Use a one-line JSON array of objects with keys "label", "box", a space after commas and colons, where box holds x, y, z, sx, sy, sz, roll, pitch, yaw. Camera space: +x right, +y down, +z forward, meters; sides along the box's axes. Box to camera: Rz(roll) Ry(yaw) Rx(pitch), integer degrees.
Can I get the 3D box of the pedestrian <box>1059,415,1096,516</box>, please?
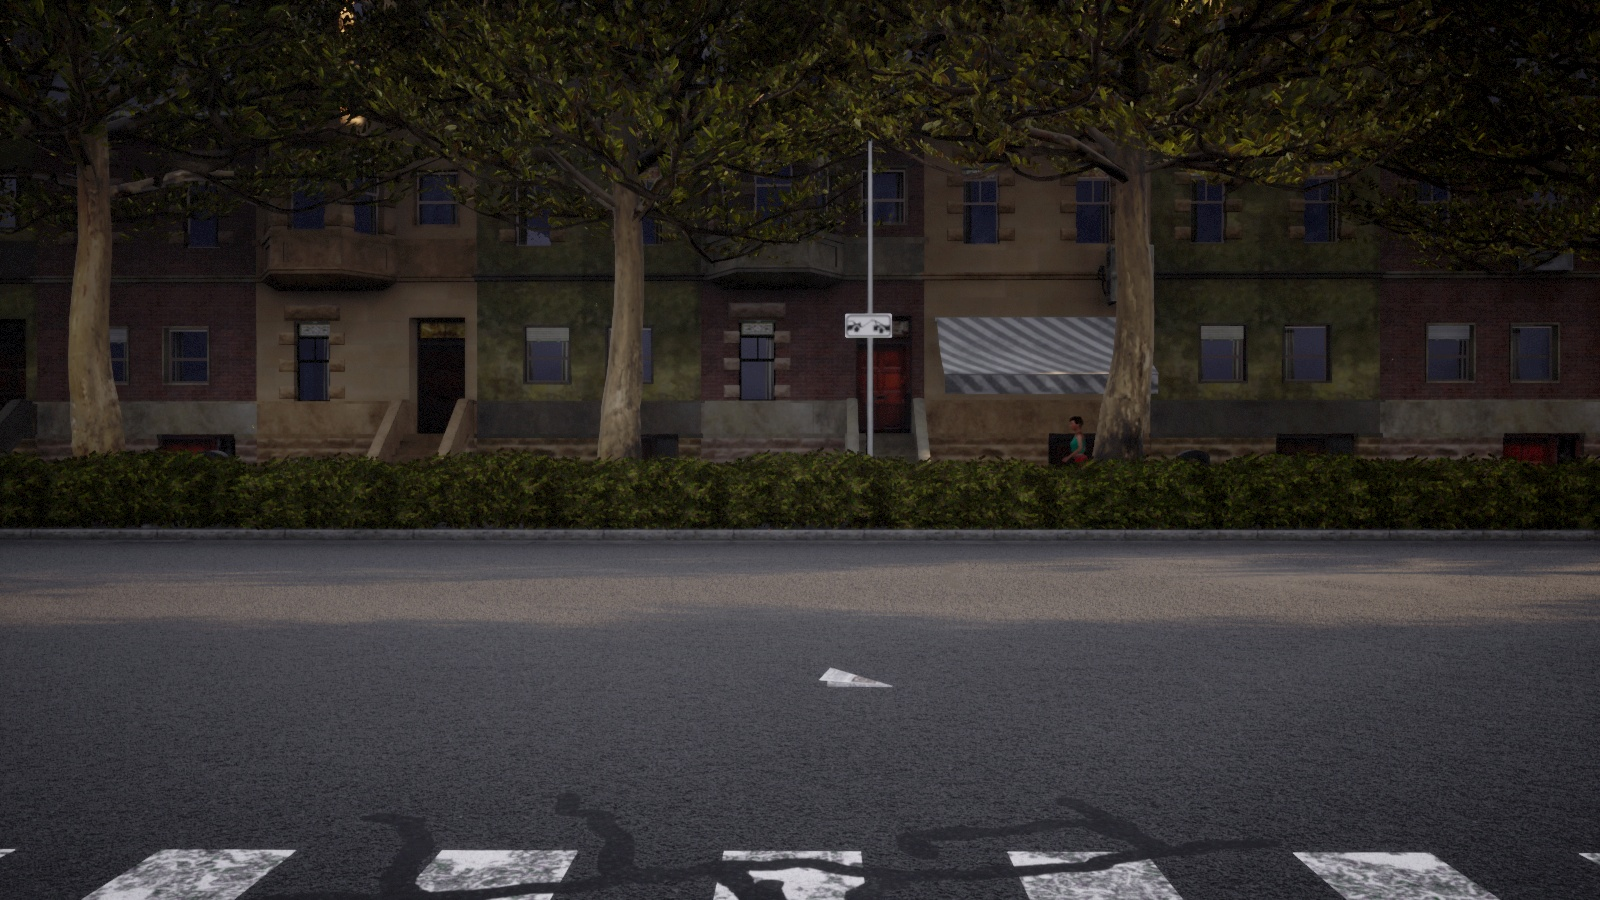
[{"label": "pedestrian", "box": [5.091, 0.277, 23.036, 0.594, 1.836, 0.345, 0, 0, 0]}]
